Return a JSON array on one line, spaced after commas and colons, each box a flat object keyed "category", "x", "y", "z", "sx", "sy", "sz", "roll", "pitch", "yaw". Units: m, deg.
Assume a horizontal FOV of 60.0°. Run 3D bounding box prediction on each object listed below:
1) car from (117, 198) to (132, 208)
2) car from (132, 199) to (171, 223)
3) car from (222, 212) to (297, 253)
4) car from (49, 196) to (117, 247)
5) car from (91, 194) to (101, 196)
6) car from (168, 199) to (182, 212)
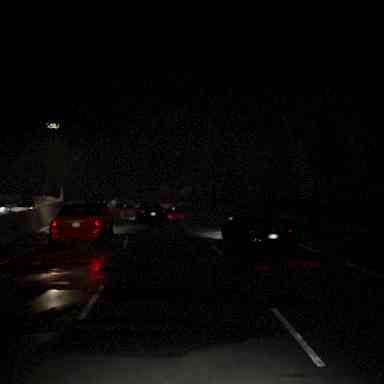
[{"category": "car", "x": -8.804, "y": 1.341, "z": 41.396, "sx": 1.895, "sy": 1.301, "sz": 4.718, "roll": 0, "pitch": 0, "yaw": -23}, {"category": "car", "x": -2.997, "y": 1.410, "z": 23.857, "sx": 1.994, "sy": 1.385, "sz": 4.181, "roll": 0, "pitch": 0, "yaw": -13}, {"category": "car", "x": 2.501, "y": 1.469, "z": 13.272, "sx": 1.994, "sy": 1.385, "sz": 4.181, "roll": 0, "pitch": 0, "yaw": -7}, {"category": "car", "x": -4.761, "y": 1.262, "z": 14.857, "sx": 2.097, "sy": 1.767, "sz": 4.553, "roll": 0, "pitch": 0, "yaw": -8}, {"category": "car", "x": -10.641, "y": 1.128, "z": 36.623, "sx": 2.097, "sy": 1.767, "sz": 4.553, "roll": 0, "pitch": 0, "yaw": -21}, {"category": "car", "x": -2.553, "y": 1.371, "z": 35.013, "sx": 1.895, "sy": 1.301, "sz": 4.718, "roll": 0, "pitch": 0, "yaw": -19}]
